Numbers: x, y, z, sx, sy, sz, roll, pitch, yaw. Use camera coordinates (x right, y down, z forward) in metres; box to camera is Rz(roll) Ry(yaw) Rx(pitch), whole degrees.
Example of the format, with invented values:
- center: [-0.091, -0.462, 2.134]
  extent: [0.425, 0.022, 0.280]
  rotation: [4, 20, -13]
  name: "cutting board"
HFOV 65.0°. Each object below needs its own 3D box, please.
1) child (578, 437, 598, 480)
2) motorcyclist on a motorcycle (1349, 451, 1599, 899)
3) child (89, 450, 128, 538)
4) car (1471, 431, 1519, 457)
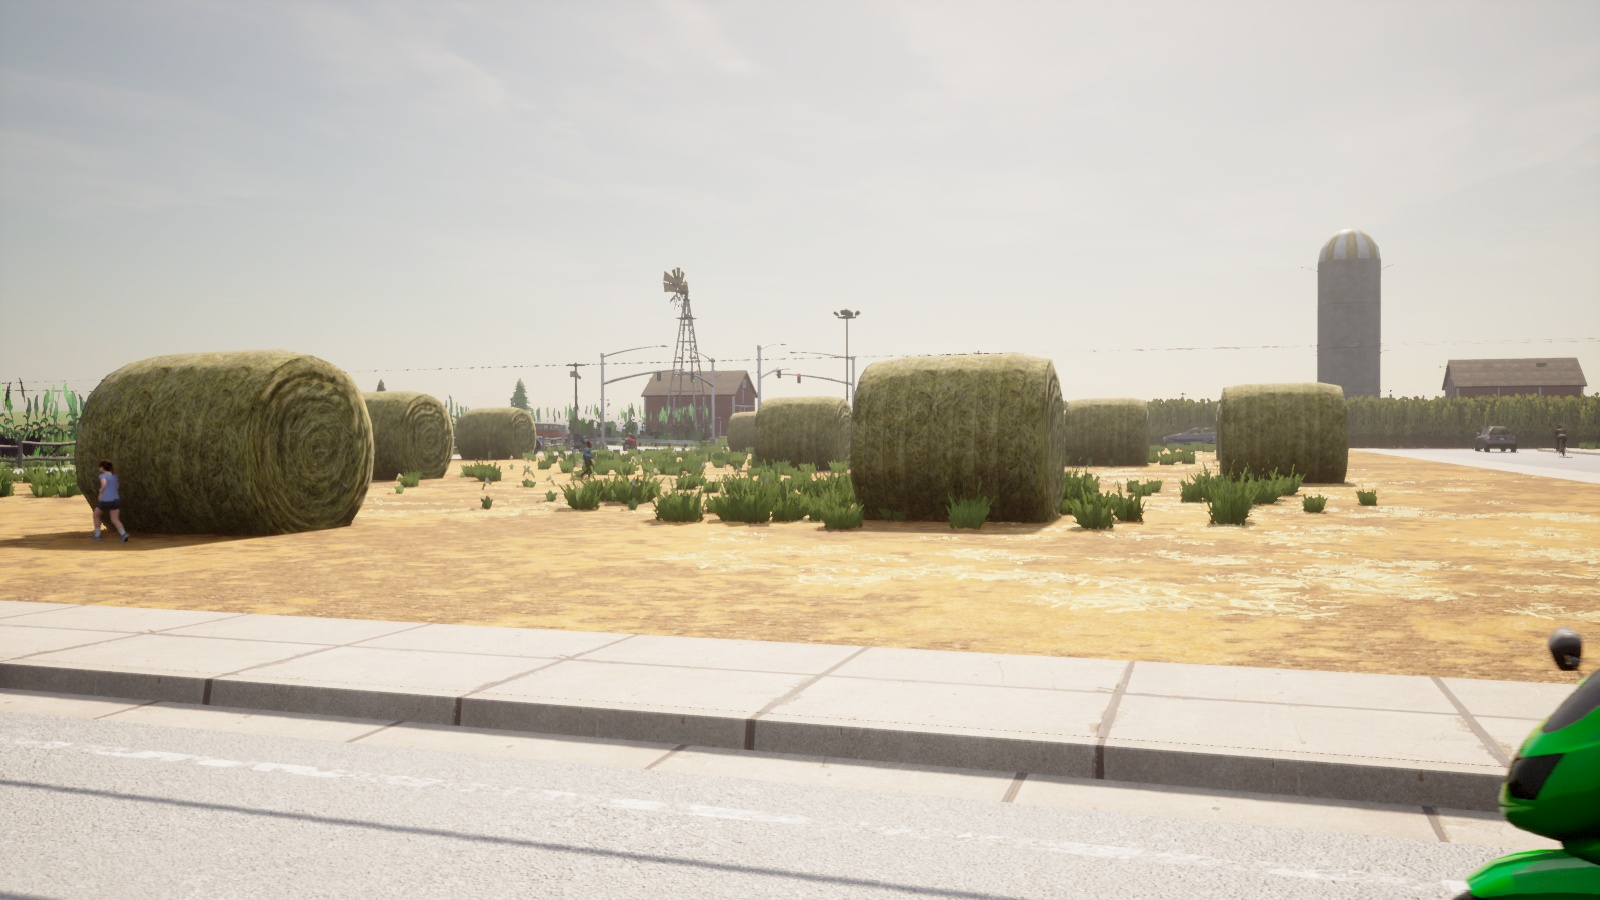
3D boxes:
- center: [-6.033, 0.237, 35.723]
  extent: [0.448, 1.192, 0.343]
  rotation: [1, 1, 27]
  name: "child"
- center: [2.230, 0.778, 2.458]
  extent: [2.044, 1.523, 0.797]
  rotation: [1, 1, 18]
  name: "motorcyclist on a motorcycle"
- center: [-8.818, 0.552, 16.011]
  extent: [0.394, 1.110, 0.255]
  rotation: [1, 1, 26]
  name: "child"
- center: [43.514, -0.398, 78.679]
  extent: [1.851, 1.617, 3.988]
  rotation: [1, 1, 18]
  name: "car"
